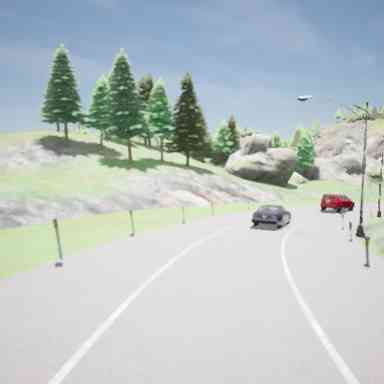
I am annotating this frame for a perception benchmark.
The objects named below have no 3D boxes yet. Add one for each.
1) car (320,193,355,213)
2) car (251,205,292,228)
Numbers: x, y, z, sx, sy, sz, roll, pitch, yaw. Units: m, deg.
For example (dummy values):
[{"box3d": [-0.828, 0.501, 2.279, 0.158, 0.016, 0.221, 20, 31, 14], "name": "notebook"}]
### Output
[{"box3d": [17.037, 1.222, 38.888, 5.566, 2.045, 2.150, 0, 4, -44], "name": "car"}, {"box3d": [5.560, 1.585, 22.914, 2.033, 1.411, 5.357, 3, 1, 25], "name": "car"}]
